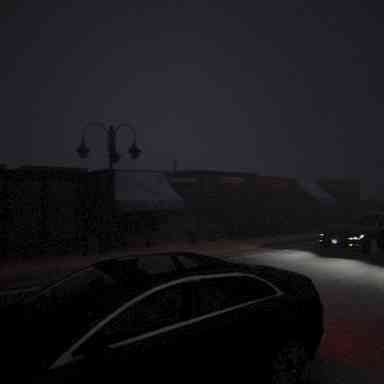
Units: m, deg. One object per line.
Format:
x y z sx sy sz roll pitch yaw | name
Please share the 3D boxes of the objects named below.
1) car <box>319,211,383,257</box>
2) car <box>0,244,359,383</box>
7.069 1.551 13.277 4.892 1.490 1.837 1 0 -35 | car
-0.589 1.497 3.557 4.902 1.511 2.128 0 0 -35 | car
